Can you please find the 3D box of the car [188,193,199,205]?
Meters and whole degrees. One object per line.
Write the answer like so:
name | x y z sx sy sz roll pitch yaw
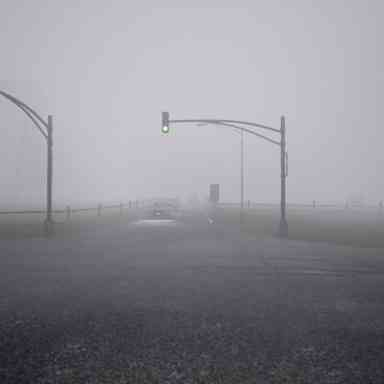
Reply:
car | 0.255 1.509 59.571 1.882 1.535 5.008 0 0 0

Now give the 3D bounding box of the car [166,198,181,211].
car | -2.684 1.493 39.235 1.882 1.535 5.008 0 0 1

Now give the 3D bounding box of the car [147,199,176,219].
car | -2.736 1.574 29.055 1.994 1.385 4.181 0 0 1

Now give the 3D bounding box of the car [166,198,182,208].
car | -2.622 1.570 49.597 2.033 1.411 5.357 0 0 1
